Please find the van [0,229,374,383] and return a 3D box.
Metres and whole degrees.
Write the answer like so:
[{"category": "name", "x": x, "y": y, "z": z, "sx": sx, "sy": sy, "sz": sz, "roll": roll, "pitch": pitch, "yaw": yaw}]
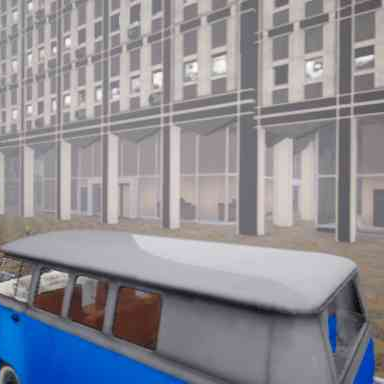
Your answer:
[{"category": "van", "x": -0.447, "y": 1.343, "z": 3.182, "sx": 3.998, "sy": 1.788, "sz": 1.690, "roll": 0, "pitch": 1, "yaw": 35}]
